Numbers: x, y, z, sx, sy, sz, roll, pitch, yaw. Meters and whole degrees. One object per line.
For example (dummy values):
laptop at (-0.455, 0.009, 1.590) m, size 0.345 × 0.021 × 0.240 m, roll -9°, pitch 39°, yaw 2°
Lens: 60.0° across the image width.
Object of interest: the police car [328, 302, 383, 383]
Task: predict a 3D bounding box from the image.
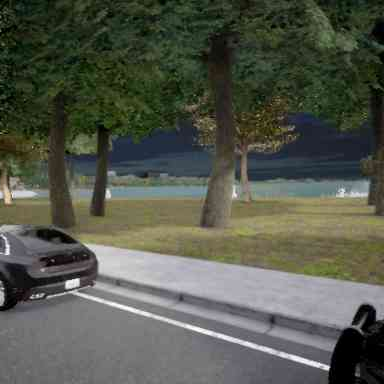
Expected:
police car at (3.696, 1.443, 2.066) m, size 5.238 × 1.638 × 1.930 m, roll 0°, pitch 0°, yaw 36°

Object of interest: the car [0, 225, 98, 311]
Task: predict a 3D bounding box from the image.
car at (-4.277, 1.546, 7.919) m, size 4.892 × 1.490 × 1.837 m, roll 0°, pitch 0°, yaw 36°
